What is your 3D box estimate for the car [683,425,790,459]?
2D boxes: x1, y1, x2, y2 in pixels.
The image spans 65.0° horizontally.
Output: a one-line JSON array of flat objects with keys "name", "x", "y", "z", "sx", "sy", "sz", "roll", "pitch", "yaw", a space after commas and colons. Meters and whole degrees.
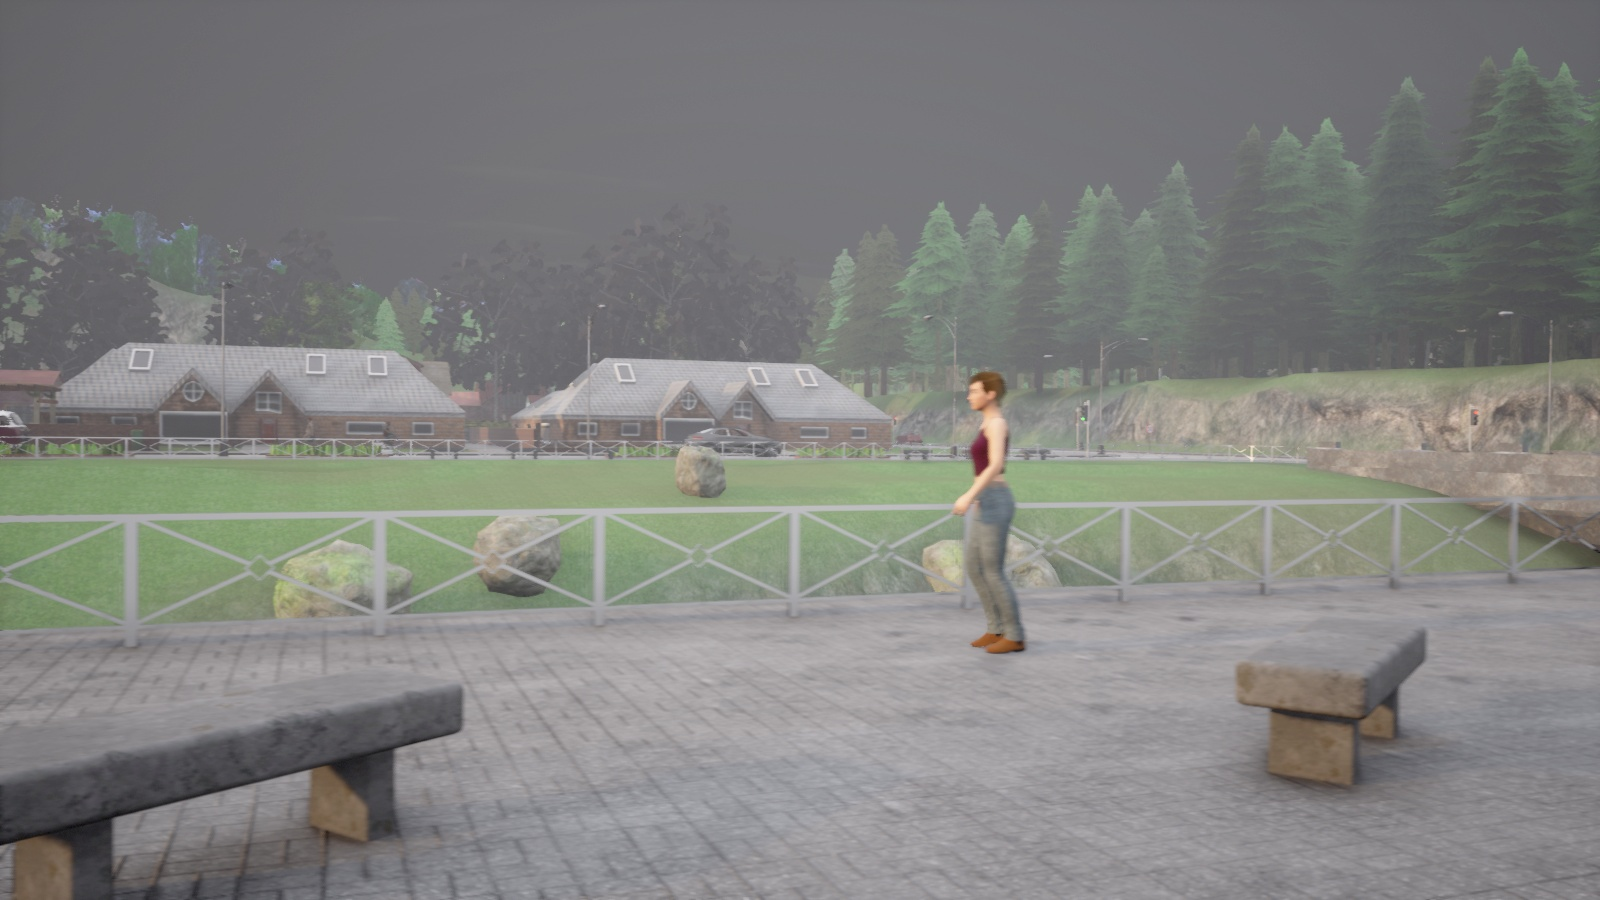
[{"name": "car", "x": -3.262, "y": -0.433, "z": 64.200, "sx": 5.027, "sy": 1.651, "sz": 2.152, "roll": -1, "pitch": 1, "yaw": -21}]

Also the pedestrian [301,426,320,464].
[{"name": "pedestrian", "x": -25.394, "y": -0.277, "z": 65.132, "sx": 0.873, "sy": 1.952, "sz": 0.659, "roll": -1, "pitch": 1, "yaw": -18}]

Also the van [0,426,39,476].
[{"name": "van", "x": -34.538, "y": 0.043, "z": 52.333, "sx": 4.480, "sy": 2.038, "sz": 2.069, "roll": -1, "pitch": 1, "yaw": -21}]

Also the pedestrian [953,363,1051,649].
[{"name": "pedestrian", "x": 1.316, "y": 0.360, "z": 8.228, "sx": 0.594, "sy": 1.836, "sz": 0.345, "roll": -1, "pitch": 1, "yaw": 4}]
